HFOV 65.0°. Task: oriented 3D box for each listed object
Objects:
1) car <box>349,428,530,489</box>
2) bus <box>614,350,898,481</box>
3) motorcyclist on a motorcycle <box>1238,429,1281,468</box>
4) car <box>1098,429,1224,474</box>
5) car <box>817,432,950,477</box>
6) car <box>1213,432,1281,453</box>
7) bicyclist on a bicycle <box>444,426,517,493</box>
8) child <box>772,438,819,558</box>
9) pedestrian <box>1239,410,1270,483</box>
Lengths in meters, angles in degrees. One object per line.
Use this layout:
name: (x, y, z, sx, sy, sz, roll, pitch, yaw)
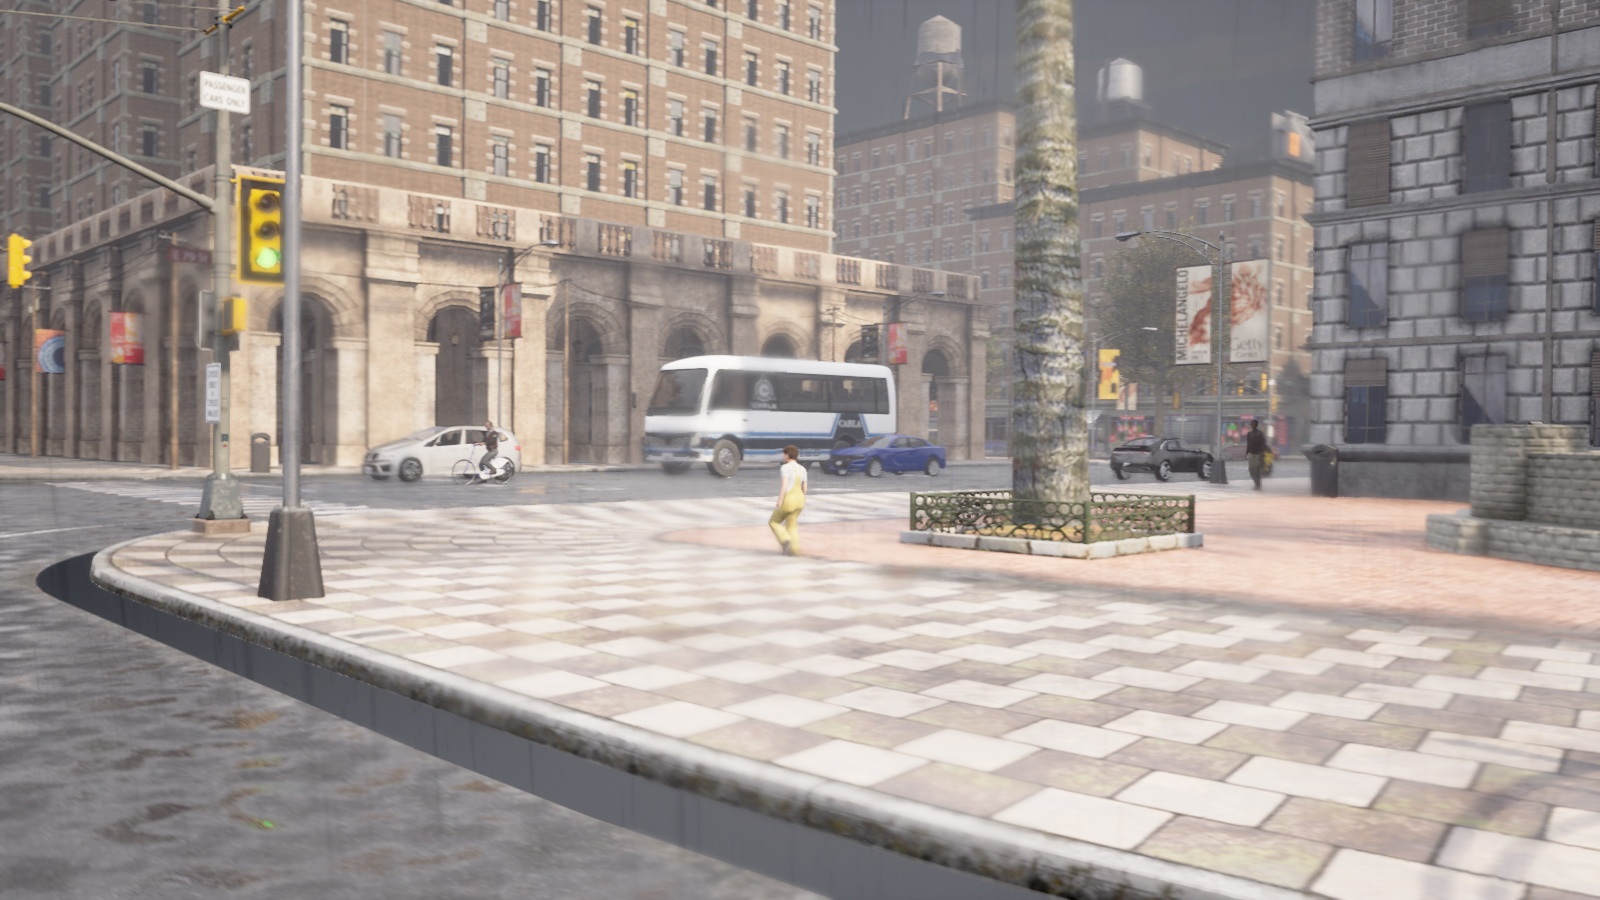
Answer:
car: (-10.633, 0.203, 37.220, 4.611, 1.667, 2.242, -1, 1, -43)
bus: (-1.374, -1.201, 45.896, 10.273, 4.253, 3.944, -1, 1, -43)
motorcyclist on a motorcycle: (18.342, -0.056, 50.081, 2.044, 1.523, 0.797, -1, 1, -44)
car: (12.977, 0.025, 44.973, 4.902, 1.511, 2.128, -1, 1, -43)
car: (3.065, 0.124, 45.269, 5.008, 1.535, 1.882, -1, 1, -43)
car: (30.471, -0.515, 85.731, 1.994, 1.385, 4.181, -1, 1, -25)
bicyclist on a bicycle: (-8.701, 0.250, 34.238, 1.843, 1.776, 0.659, -1, 1, -43)
child: (-0.048, 0.502, 13.506, 0.270, 1.263, 0.437, -1, 1, -44)
pedestrian: (11.558, -0.101, 31.938, 0.703, 1.840, 0.431, -1, 1, -36)
